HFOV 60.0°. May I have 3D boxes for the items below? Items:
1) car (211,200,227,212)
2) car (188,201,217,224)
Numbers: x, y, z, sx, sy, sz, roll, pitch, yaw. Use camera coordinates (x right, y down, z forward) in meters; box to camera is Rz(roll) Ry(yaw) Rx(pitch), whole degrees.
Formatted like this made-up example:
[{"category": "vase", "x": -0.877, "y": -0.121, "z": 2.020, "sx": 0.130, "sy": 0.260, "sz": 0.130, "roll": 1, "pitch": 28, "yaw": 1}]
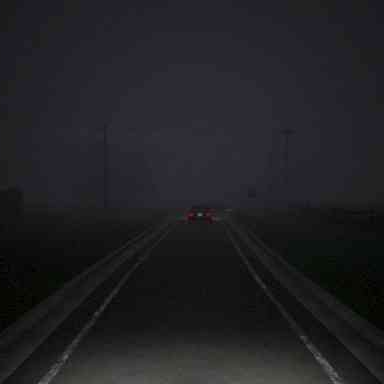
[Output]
[{"category": "car", "x": 3.080, "y": 1.707, "z": 41.991, "sx": 1.812, "sy": 1.442, "sz": 4.674, "roll": 0, "pitch": 0, "yaw": 18}, {"category": "car", "x": 0.653, "y": 1.659, "z": 25.875, "sx": 2.033, "sy": 1.411, "sz": 5.357, "roll": 0, "pitch": 0, "yaw": 2}]
